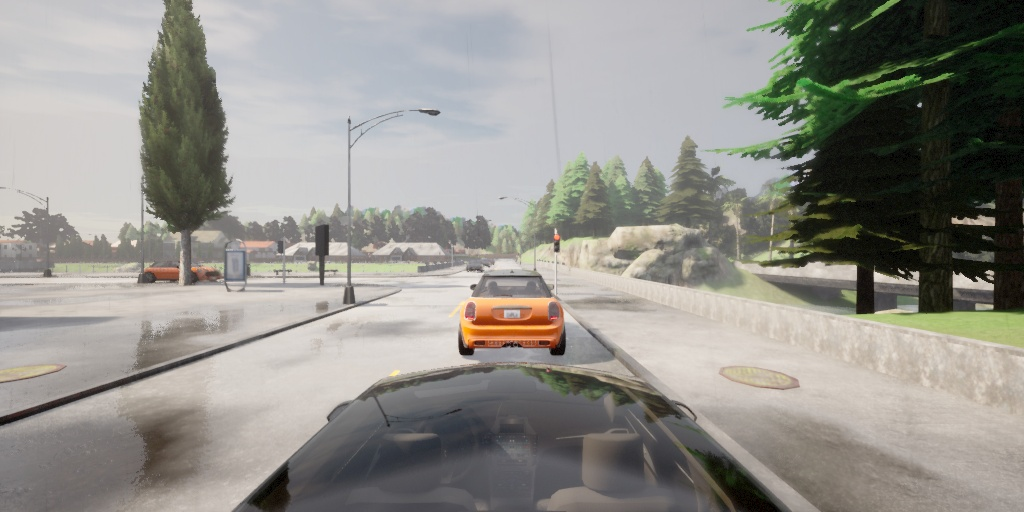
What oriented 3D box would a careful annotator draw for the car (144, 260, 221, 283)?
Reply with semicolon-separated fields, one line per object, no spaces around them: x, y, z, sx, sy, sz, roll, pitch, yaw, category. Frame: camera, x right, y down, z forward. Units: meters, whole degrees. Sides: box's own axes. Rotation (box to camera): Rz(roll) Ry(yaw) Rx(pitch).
-24.710;1.103;27.003;4.553;1.767;2.097;0;0;-1;car

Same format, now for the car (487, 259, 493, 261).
-4.595;1.254;59.561;1.837;1.490;4.892;0;0;0;car

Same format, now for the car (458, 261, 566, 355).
-0.001;1.102;8.818;2.097;1.767;4.553;0;0;0;car

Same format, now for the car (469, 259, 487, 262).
-4.467;1.255;43.596;1.837;1.490;4.892;0;0;0;car
